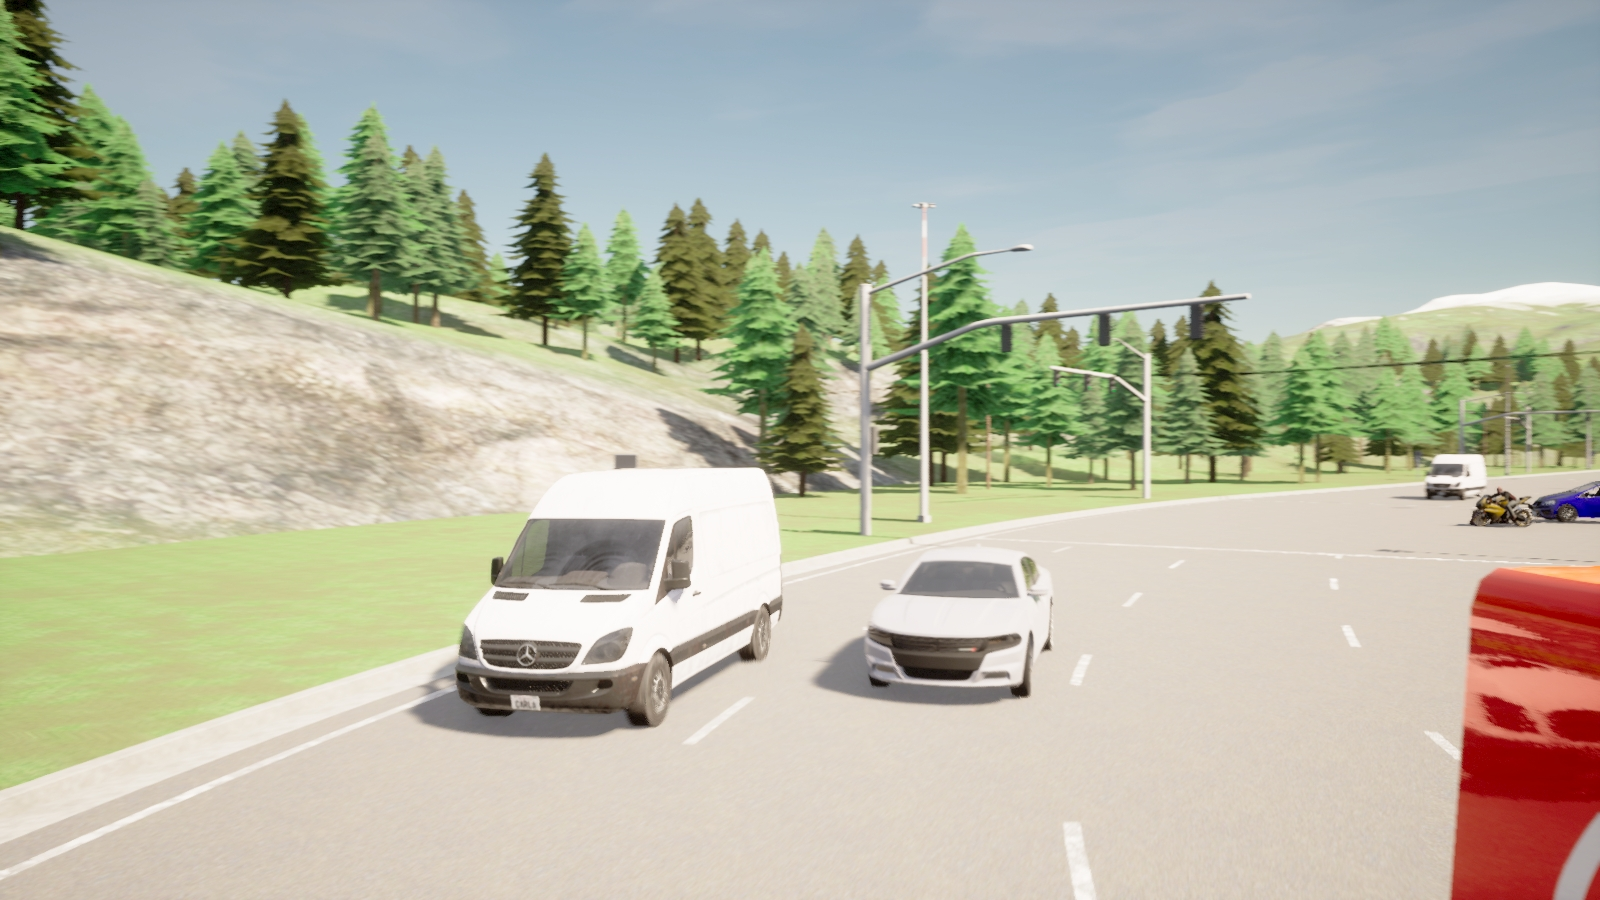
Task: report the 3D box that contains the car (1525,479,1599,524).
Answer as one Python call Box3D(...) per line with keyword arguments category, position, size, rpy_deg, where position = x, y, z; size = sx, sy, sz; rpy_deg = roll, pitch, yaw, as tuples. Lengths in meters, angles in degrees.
Box3D(category="car", position=(31.041, 1.991, 44.237), size=(4.611, 1.667, 2.242), rpy_deg=(0, 0, 17))

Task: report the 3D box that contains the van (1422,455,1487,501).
Box3D(category="van", position=(37.773, 1.560, 65.865), size=(1.988, 2.561, 5.915), rpy_deg=(0, 0, 43))

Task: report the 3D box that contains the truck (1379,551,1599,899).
Box3D(category="truck", position=(3.245, 1.573, 1.345), size=(2.627, 2.467, 5.204), rpy_deg=(-1, 0, 2))

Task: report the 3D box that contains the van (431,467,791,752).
Box3D(category="van", position=(-1.857, 1.527, 13.680), size=(1.988, 2.561, 5.915), rpy_deg=(-1, 0, 15))

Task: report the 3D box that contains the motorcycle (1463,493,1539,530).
Box3D(category="motorcycle", position=(25.490, 2.223, 41.582), size=(2.209, 1.251, 0.867), rpy_deg=(0, 2, 1))

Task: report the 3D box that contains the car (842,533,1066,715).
Box3D(category="car", position=(2.196, 2.031, 14.761), size=(2.097, 1.535, 5.006), rpy_deg=(0, 0, 17))
